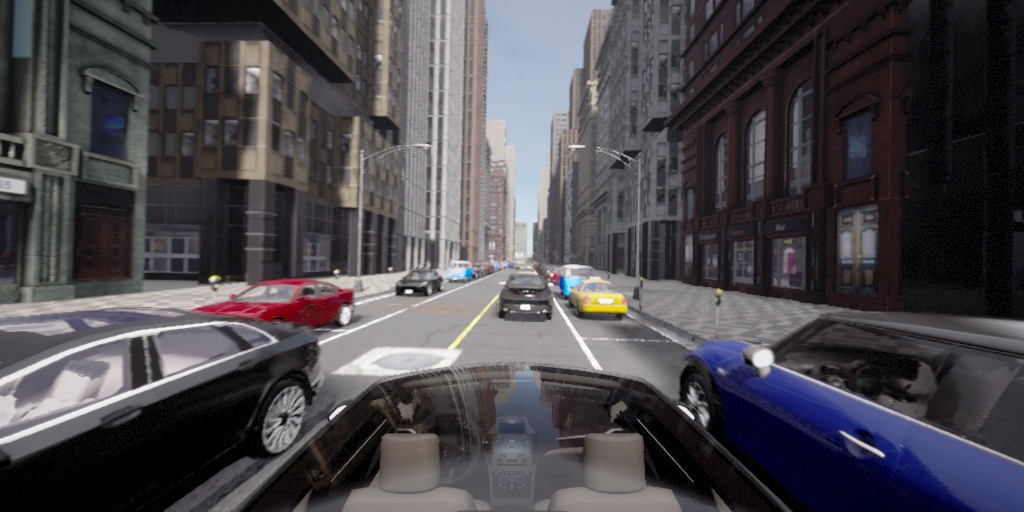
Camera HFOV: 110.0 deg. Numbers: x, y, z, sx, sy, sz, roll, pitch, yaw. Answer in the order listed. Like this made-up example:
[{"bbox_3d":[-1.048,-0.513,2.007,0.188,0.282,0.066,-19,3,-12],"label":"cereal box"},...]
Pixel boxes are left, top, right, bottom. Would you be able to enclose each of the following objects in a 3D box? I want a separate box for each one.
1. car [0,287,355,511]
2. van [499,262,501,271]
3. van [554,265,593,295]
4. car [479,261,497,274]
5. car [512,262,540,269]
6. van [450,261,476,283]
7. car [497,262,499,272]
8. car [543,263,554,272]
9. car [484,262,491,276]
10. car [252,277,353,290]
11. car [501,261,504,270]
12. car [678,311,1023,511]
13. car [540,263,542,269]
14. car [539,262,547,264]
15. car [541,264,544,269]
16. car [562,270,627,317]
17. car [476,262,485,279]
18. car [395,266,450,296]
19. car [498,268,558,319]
[{"bbox_3d":[-3.199,1.174,2.215,2.128,1.511,4.902,1,-1,3],"label":"car"},{"bbox_3d":[-3.219,1.721,59.478,1.690,1.789,3.998,0,0,3],"label":"van"},{"bbox_3d":[3.464,1.388,19.681,1.690,1.789,3.998,0,0,3],"label":"van"},{"bbox_3d":[-3.742,1.545,48.218,2.192,1.841,5.009,0,0,3],"label":"car"},{"bbox_3d":[1.281,1.601,31.812,1.801,1.575,5.366,1,-1,3],"label":"car"},{"bbox_3d":[-4.527,1.346,31.327,1.690,1.789,3.998,0,0,3],"label":"van"},{"bbox_3d":[-3.481,1.850,53.848,1.888,1.381,4.507,0,0,3],"label":"car"},{"bbox_3d":[3.987,1.636,30.941,1.967,1.591,4.097,0,0,3],"label":"car"},{"bbox_3d":[-4.004,1.721,42.588,1.948,1.339,4.313,0,0,3],"label":"car"},{"bbox_3d":[-5.574,1.252,8.807,1.888,1.381,4.507,0,0,3],"label":"car"},{"bbox_3d":[-2.958,1.895,65.109,1.967,1.591,4.097,0,0,3],"label":"car"},{"bbox_3d":[3.040,1.183,2.581,2.097,1.767,4.553,1,-1,3],"label":"car"},{"bbox_3d":[4.510,1.897,42.201,2.007,1.370,4.403,0,0,3],"label":"car"},{"bbox_3d":[5.033,1.936,53.459,1.967,1.591,4.097,0,0,3],"label":"car"},{"bbox_3d":[4.257,1.797,36.741,1.751,1.417,4.829,0,0,3],"label":"car"},{"bbox_3d":[3.210,1.498,14.222,1.751,1.417,4.829,0,0,3],"label":"car"},{"bbox_3d":[-4.265,1.646,36.958,1.948,1.339,4.313,0,0,3],"label":"car"},{"bbox_3d":[-5.050,1.421,20.067,1.948,1.339,4.313,0,0,3],"label":"car"},{"bbox_3d":[0.541,1.412,13.777,1.837,1.490,4.892,1,-1,3],"label":"car"}]
